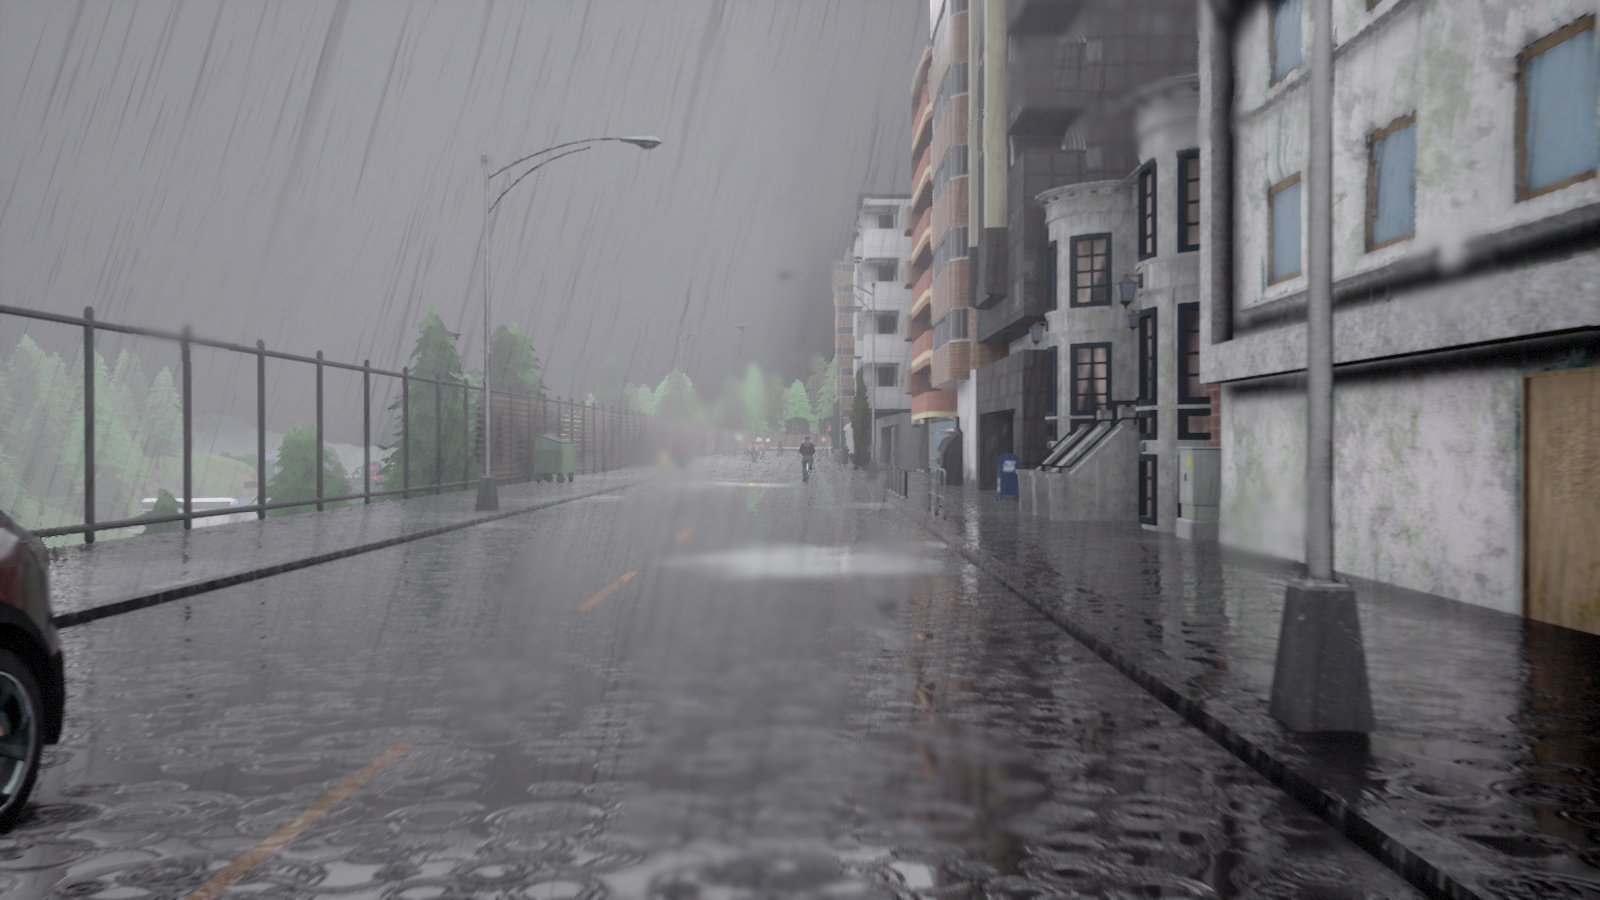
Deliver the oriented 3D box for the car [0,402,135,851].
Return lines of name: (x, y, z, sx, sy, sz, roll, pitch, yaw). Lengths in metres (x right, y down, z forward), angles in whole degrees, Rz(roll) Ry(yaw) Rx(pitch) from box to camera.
car: (-3.966, 0.656, 3.119, 2.033, 1.649, 4.856, 0, 0, 0)
